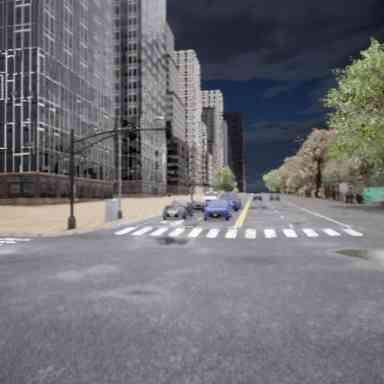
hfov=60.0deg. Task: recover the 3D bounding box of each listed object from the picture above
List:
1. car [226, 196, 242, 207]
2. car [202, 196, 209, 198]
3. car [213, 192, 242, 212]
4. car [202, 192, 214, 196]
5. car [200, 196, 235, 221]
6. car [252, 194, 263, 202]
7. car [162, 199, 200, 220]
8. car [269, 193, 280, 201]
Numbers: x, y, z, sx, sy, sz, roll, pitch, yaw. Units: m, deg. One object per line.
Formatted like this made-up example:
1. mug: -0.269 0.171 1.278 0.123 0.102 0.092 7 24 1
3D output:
1. car: 5.916 1.287 46.301 1.812 1.442 4.674 -1 0 11
2. car: 0.686 1.466 36.247 1.895 1.301 4.718 -1 0 11
3. car: 3.971 1.043 36.147 2.150 2.045 5.566 -1 0 11
4. car: 2.695 1.024 46.788 2.150 2.045 5.566 -1 0 11
5. car: 2.135 1.358 26.382 1.882 1.535 5.008 -1 0 11
6. car: 12.852 1.102 65.425 1.812 1.442 4.674 -3 -1 11
7. car: -1.028 1.411 27.137 2.128 1.511 4.902 -1 0 11
8. car: 16.024 1.008 64.567 2.128 1.511 4.902 1 0 11
